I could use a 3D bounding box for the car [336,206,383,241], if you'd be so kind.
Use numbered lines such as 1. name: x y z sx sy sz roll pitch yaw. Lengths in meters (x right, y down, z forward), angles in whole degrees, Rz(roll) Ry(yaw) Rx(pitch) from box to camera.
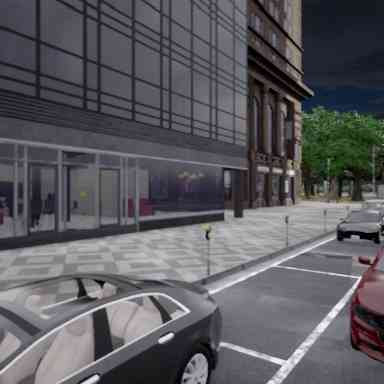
1. car: 8.295 1.569 16.024 1.947 1.339 4.313 0 0 36

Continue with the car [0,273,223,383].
1. car: -1.359 1.549 2.875 2.008 1.369 4.403 0 0 36

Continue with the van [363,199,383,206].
1. van: 11.513 1.347 20.408 1.690 1.788 3.998 0 0 36

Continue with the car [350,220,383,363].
1. car: 4.048 1.479 5.569 1.882 1.535 5.008 0 0 36
